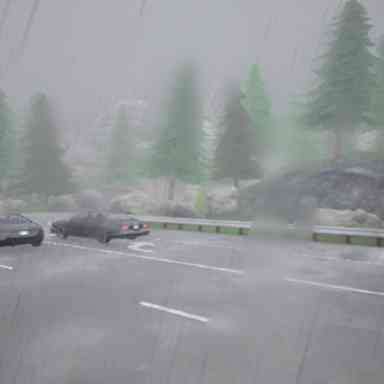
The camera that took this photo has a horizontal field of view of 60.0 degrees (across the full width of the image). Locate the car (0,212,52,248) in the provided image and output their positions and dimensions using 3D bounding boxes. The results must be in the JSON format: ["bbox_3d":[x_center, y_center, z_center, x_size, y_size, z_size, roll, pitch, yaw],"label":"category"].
[{"bbox_3d":[-8.173,1.566,14.108,4.181,1.385,1.994,0,0,35],"label":"car"}]

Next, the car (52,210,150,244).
[{"bbox_3d":[-4.460,1.550,15.764,5.357,1.411,2.033,0,0,35],"label":"car"}]
